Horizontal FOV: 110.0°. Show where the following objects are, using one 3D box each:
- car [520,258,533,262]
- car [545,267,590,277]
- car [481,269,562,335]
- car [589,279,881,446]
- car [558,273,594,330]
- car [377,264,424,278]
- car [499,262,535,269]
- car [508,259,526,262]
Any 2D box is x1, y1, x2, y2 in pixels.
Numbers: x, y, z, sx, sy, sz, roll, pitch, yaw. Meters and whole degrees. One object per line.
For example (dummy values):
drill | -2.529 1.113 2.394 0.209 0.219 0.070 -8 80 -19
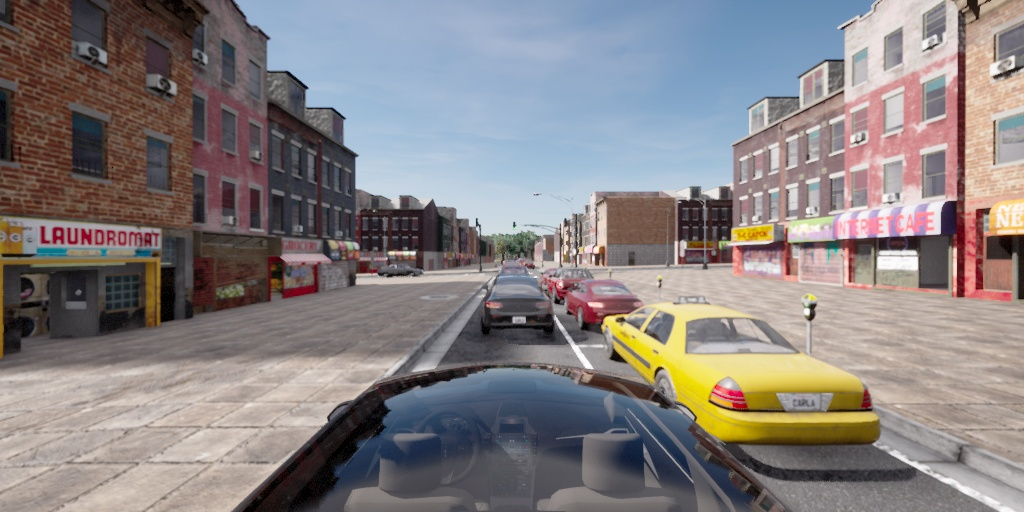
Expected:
car | 2.714 1.368 59.107 1.967 1.591 4.097 0 0 0
car | 2.656 1.209 16.300 1.967 1.591 4.097 0 0 0
car | 0.103 1.285 10.438 1.812 1.442 4.674 0 0 -1
car | 2.641 1.279 5.537 1.751 1.417 4.829 0 0 0
car | 2.649 1.342 10.834 1.802 1.307 4.207 0 0 0
car | -12.217 1.658 39.300 4.902 1.511 2.128 -2 0 0
car | 0.113 1.267 19.047 2.128 1.511 4.902 0 0 0
car | -0.143 1.296 34.208 1.882 1.535 5.008 0 -1 -4
